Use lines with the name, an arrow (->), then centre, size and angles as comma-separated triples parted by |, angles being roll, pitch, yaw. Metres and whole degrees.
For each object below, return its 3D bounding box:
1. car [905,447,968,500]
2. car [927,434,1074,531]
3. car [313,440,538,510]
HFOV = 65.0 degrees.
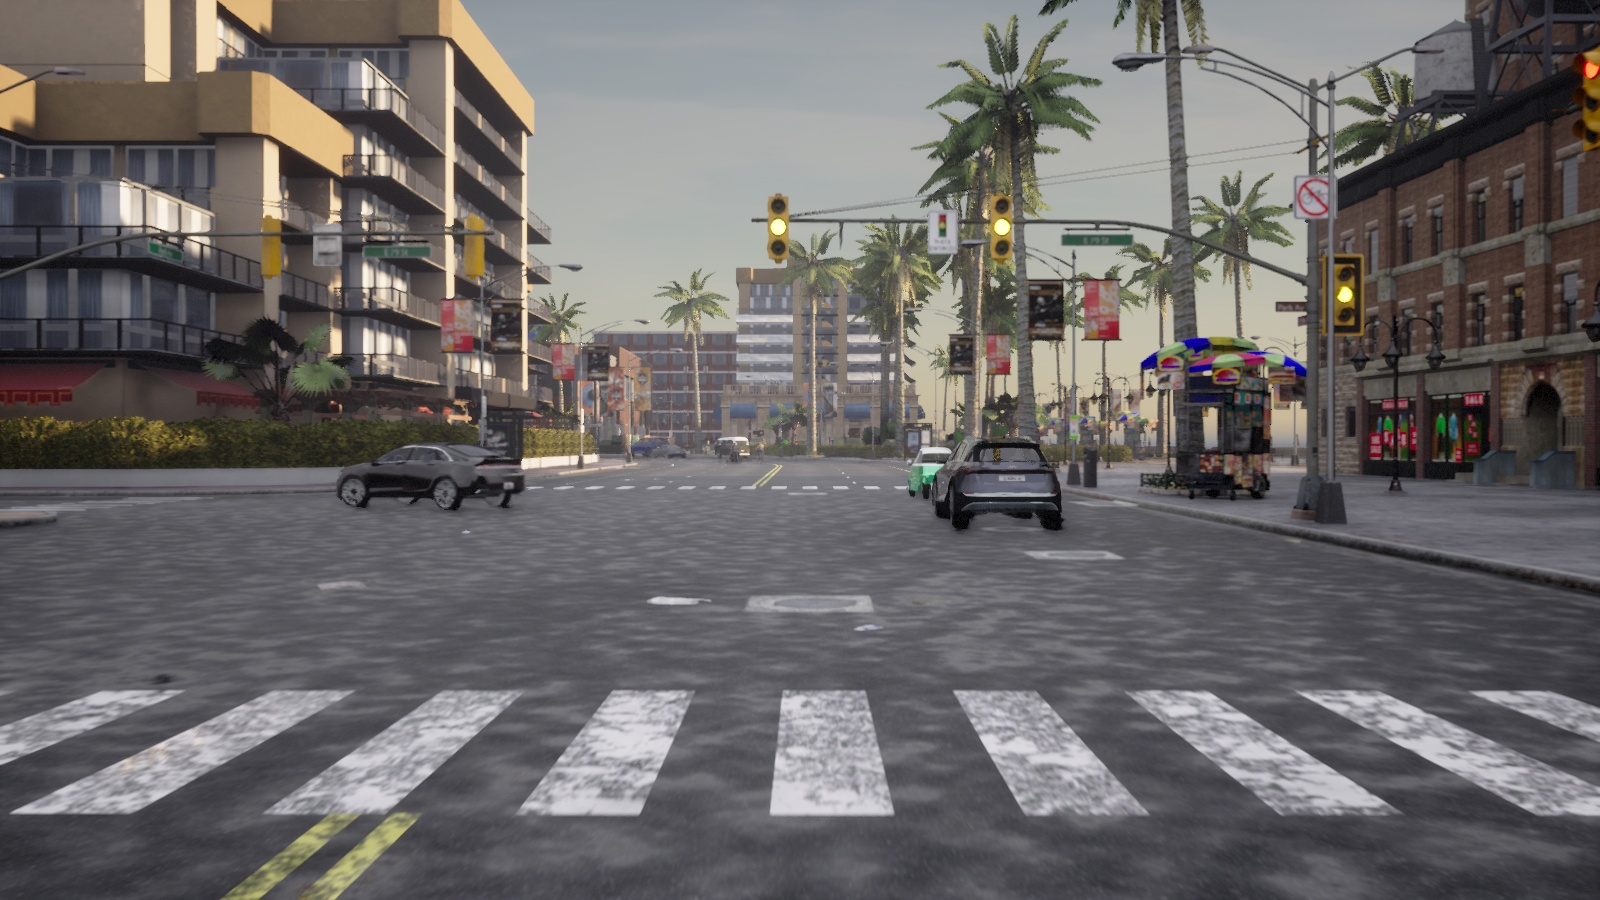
car -> 3.710, 0.611, 34.369 | 1.481, 1.376, 2.207 | 0, 1, 0
car -> 3.650, 0.545, 23.800 | 2.033, 1.649, 4.856 | 0, 0, 0
car -> -8.692, 0.532, 29.083 | 4.902, 1.511, 2.128 | 0, 0, 28
